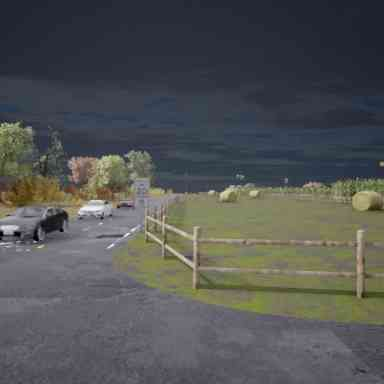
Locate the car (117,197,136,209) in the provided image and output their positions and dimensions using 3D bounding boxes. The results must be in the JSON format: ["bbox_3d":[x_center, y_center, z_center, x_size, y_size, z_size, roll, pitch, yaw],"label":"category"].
[{"bbox_3d":[-7.746,1.328,40.011,1.994,1.385,4.181,1,0,0],"label":"car"}]

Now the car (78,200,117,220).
[{"bbox_3d":[-7.637,1.370,26.706,1.812,1.442,4.674,1,1,-1],"label":"car"}]

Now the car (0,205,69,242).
[{"bbox_3d":[-7.548,1.403,16.120,2.128,1.511,4.902,1,0,-1],"label":"car"}]
